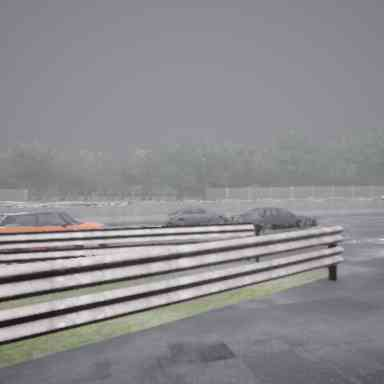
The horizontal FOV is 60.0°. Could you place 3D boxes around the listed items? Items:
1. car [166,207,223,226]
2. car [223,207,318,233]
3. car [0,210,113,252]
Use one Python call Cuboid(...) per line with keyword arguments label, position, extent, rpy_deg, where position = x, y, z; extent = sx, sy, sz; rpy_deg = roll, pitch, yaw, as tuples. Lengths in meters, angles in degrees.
Cuboid(label="car", position=(0.332, 1.721, 22.544), extent=(4.181, 1.385, 1.994), rpy_deg=(-1, 0, -17))
Cuboid(label="car", position=(4.940, 1.649, 20.299), extent=(5.357, 1.411, 2.033), rpy_deg=(-1, 0, -17))
Cuboid(label="car", position=(-5.536, 1.563, 13.422), extent=(4.553, 1.767, 2.097), rpy_deg=(-1, 0, -17))
